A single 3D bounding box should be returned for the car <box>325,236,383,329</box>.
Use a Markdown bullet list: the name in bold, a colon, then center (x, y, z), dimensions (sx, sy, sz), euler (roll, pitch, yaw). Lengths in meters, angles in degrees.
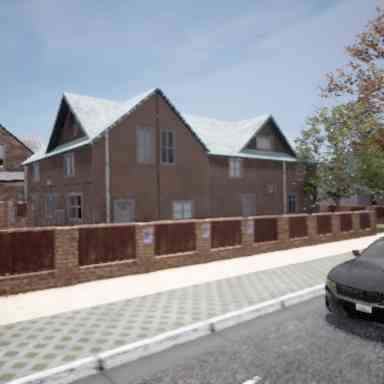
- **car**: center (4.696, 1.641, 6.976), dimensions (5.008, 1.535, 1.882), euler (1, -2, -40)
